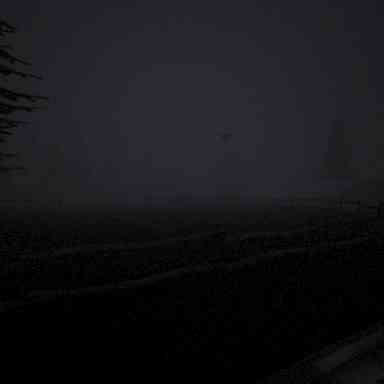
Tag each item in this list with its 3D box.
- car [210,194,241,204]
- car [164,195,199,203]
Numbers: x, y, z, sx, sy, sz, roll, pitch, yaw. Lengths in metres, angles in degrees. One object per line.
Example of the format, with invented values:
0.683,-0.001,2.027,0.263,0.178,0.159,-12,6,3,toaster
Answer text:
5.234,1.043,52.526,4.892,1.490,1.837,0,1,30,car
-1.579,1.164,52.060,5.357,1.411,2.033,0,0,18,car
